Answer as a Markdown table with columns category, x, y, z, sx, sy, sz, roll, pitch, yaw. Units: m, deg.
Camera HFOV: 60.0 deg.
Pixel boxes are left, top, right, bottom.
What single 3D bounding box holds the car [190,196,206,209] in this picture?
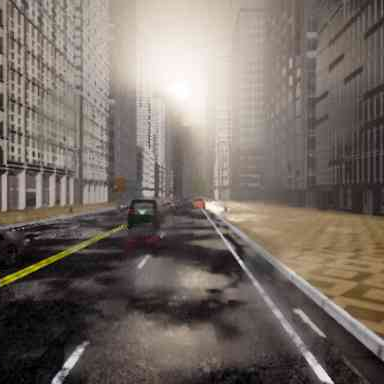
| category | x | y | z | sx | sy | sz | roll | pitch | yaw |
| --- | --- | --- | --- | --- | --- | --- | --- | --- | --- |
| car | 1.135 | 1.820 | 54.697 | 2.097 | 1.767 | 4.553 | 0 | 0 | 0 |

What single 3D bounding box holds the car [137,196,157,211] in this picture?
| category | x | y | z | sx | sy | sz | roll | pitch | yaw |
| --- | --- | --- | --- | --- | --- | --- | --- | --- | --- |
| car | -6.567 | 1.644 | 49.522 | 2.150 | 2.045 | 5.566 | 0 | 0 | 0 |

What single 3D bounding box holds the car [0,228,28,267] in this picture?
| category | x | y | z | sx | sy | sz | roll | pitch | yaw |
| --- | --- | --- | --- | --- | --- | --- | --- | --- | --- |
| car | -6.604 | 1.626 | 9.150 | 2.033 | 1.411 | 5.357 | 0 | 0 | 0 |

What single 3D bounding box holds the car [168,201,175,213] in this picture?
| category | x | y | z | sx | sy | sz | roll | pitch | yaw |
| --- | --- | --- | --- | --- | --- | --- | --- | --- | --- |
| car | -3.150 | 1.895 | 43.115 | 1.812 | 1.442 | 4.674 | 0 | 0 | 0 |

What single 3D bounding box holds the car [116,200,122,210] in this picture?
| category | x | y | z | sx | sy | sz | roll | pitch | yaw |
| --- | --- | --- | --- | --- | --- | --- | --- | --- | --- |
| car | -9.820 | 1.912 | 49.177 | 2.128 | 1.511 | 4.902 | 0 | 0 | 0 |

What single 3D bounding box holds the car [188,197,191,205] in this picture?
| category | x | y | z | sx | sy | sz | roll | pitch | yaw |
| --- | --- | --- | --- | --- | --- | --- | --- | --- | --- |
| car | -0.002 | 2.074 | 73.966 | 2.033 | 1.411 | 5.357 | 0 | 0 | 0 |

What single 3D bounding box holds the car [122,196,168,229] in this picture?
| category | x | y | z | sx | sy | sz | roll | pitch | yaw |
| --- | --- | --- | --- | --- | --- | --- | --- | --- | --- |
| car | -3.151 | 1.425 | 23.755 | 2.150 | 2.045 | 5.566 | 0 | -1 | 0 |
